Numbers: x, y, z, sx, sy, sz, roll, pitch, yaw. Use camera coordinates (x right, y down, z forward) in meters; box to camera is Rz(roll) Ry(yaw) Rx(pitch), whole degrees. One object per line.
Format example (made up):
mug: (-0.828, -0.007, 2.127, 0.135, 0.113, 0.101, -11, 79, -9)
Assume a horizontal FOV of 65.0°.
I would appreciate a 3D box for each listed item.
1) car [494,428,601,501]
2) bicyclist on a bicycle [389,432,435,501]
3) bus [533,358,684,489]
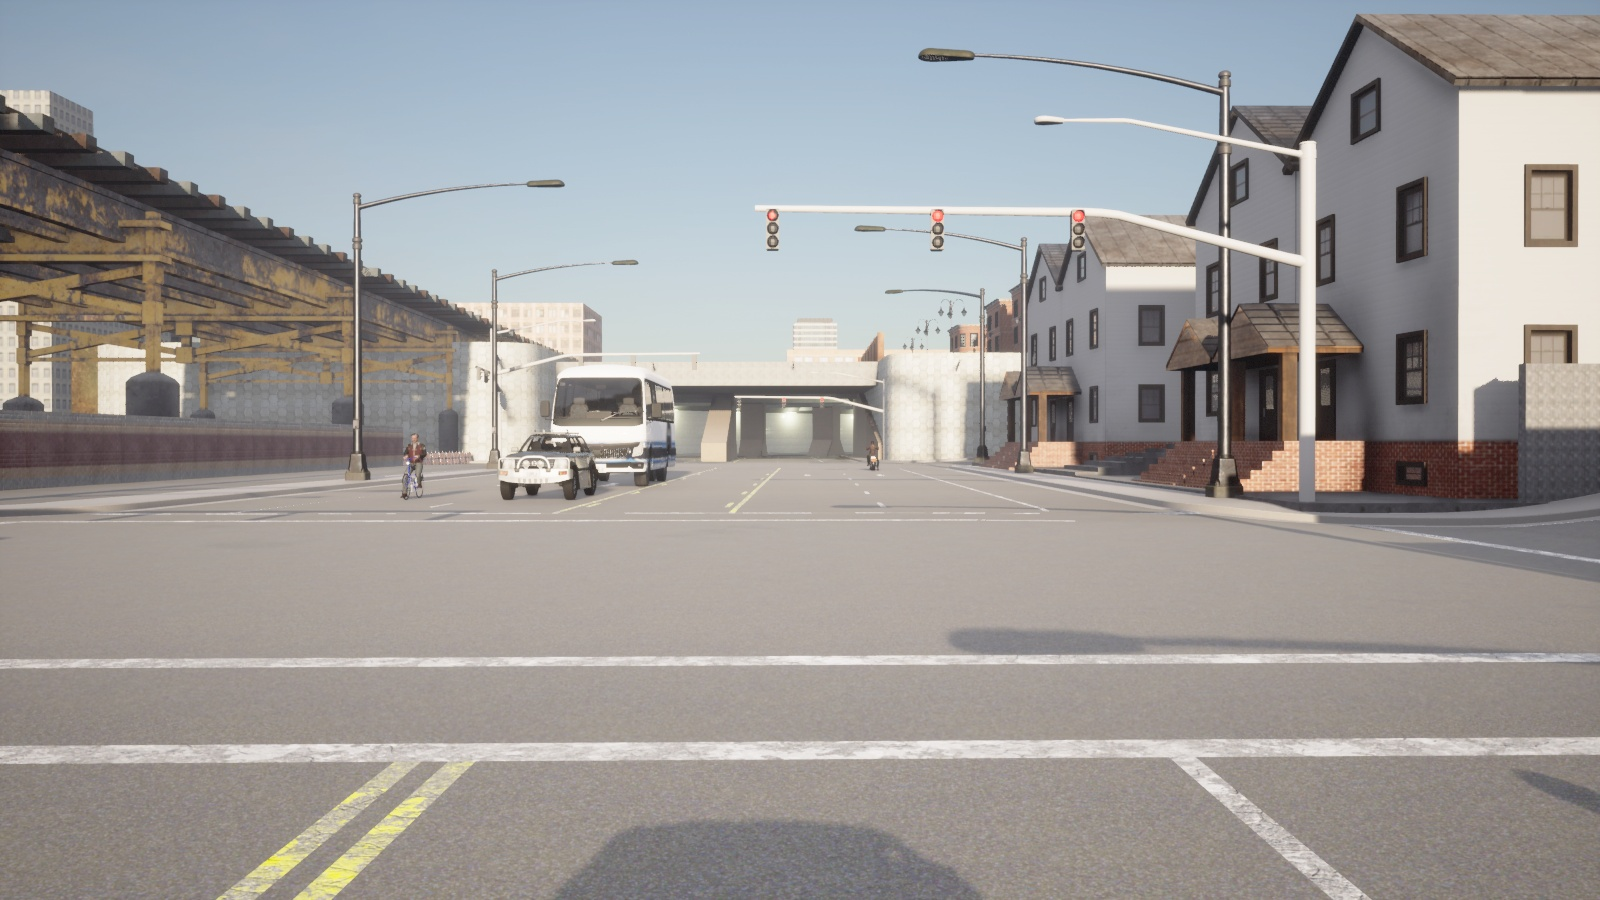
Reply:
car: (-6.784, 0.365, 34.192, 1.932, 1.855, 4.605, 0, 0, 1)
bicyclist on a bicycle: (-10.293, 0.420, 33.368, 0.659, 1.776, 1.843, 0, 0, 0)
bus: (-6.718, -0.896, 46.125, 3.944, 4.253, 10.273, 0, 0, 0)
